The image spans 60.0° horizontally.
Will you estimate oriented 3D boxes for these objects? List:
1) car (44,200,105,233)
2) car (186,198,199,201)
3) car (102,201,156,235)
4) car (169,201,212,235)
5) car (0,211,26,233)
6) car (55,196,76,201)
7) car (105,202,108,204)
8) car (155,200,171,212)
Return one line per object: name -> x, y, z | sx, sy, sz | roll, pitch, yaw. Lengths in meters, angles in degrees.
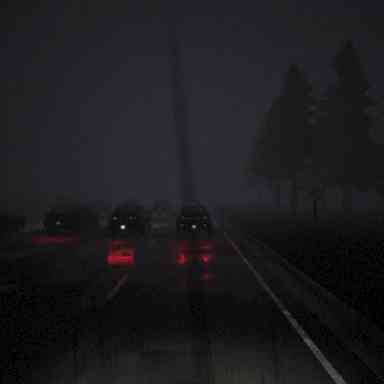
car -> -6.903, 1.459, 19.627 | 1.882, 1.535, 5.008 | 0, 0, 0
car -> 0.037, 1.456, 38.874 | 2.128, 1.511, 4.902 | 0, 0, 1
car -> -3.402, 1.486, 18.807 | 1.837, 1.490, 4.892 | 0, 0, 0
car -> 0.097, 1.473, 18.521 | 2.128, 1.511, 4.902 | 0, 0, 0
car -> -10.404, 1.585, 16.881 | 1.895, 1.301, 4.718 | 0, 0, 0
car -> -13.979, 1.317, 37.355 | 2.097, 1.767, 4.553 | 0, 0, 0
car -> -10.483, 1.567, 37.111 | 1.895, 1.301, 4.718 | 0, 0, 0
car -> -3.470, 1.566, 38.325 | 1.895, 1.301, 4.718 | 0, 0, 1
